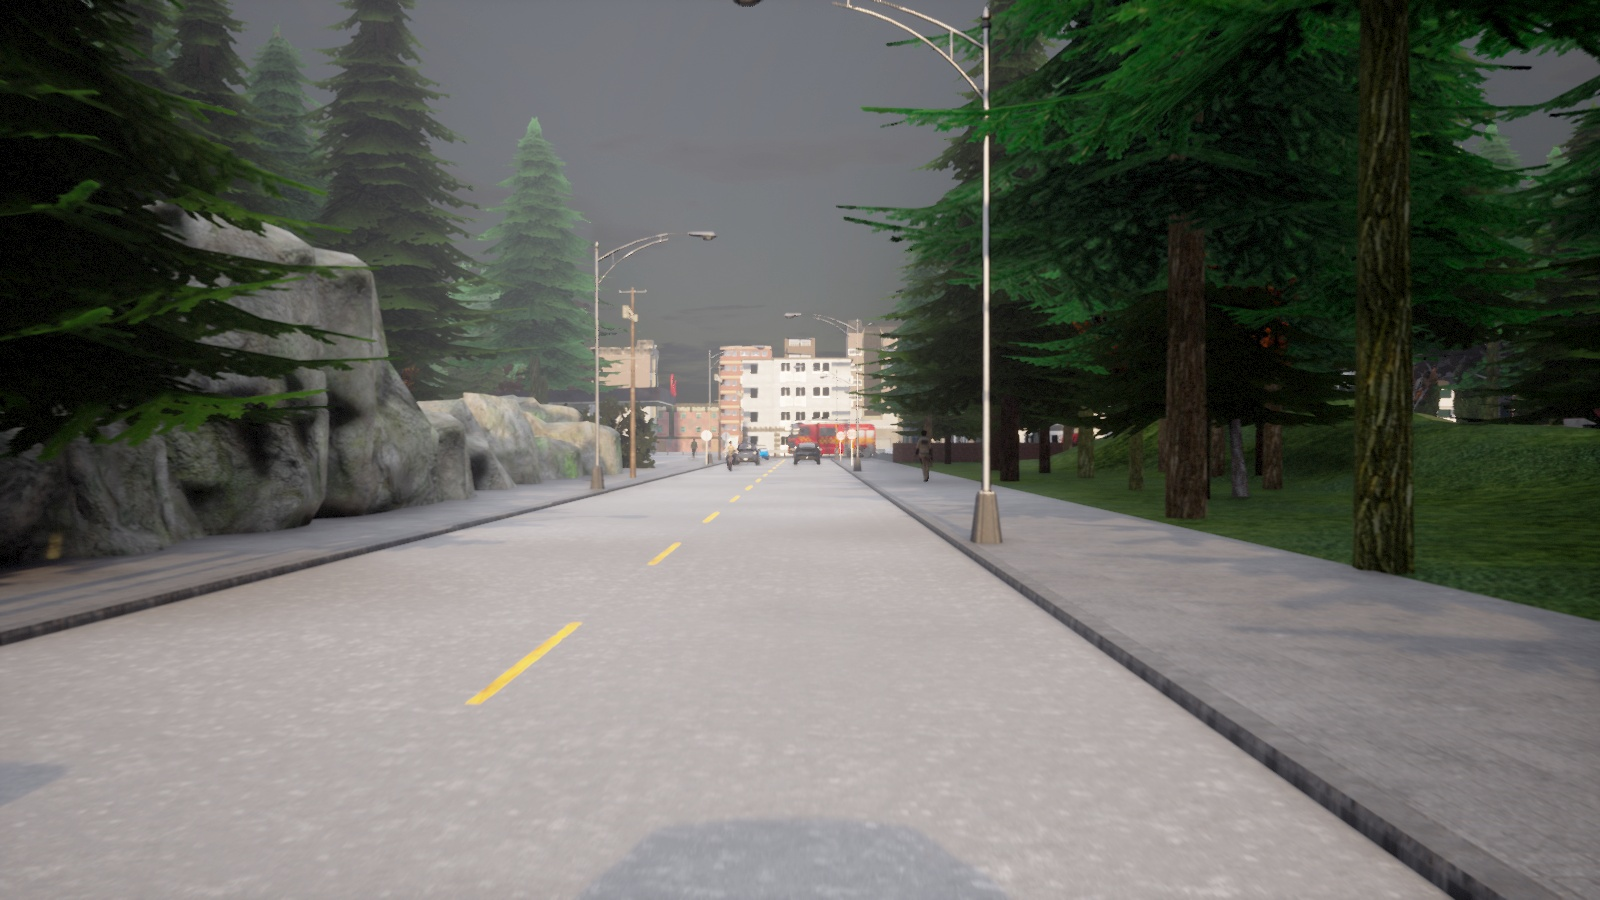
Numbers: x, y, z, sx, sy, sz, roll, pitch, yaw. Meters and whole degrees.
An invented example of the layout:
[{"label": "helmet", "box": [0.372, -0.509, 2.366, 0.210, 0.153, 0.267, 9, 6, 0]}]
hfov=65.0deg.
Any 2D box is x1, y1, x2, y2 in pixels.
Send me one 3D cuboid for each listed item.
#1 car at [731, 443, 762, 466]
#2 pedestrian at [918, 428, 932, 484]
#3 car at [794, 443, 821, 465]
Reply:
[{"label": "car", "box": [-3.527, 0.289, 83.069, 1.845, 1.501, 3.633, 0, 0, 0]}, {"label": "pedestrian", "box": [4.403, 0.211, 44.165, 0.396, 1.930, 0.692, 0, 0, -2]}, {"label": "car", "box": [0.497, 0.253, 88.499, 1.837, 1.490, 4.892, 0, 0, 0]}]
